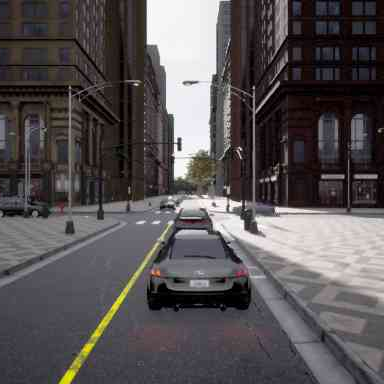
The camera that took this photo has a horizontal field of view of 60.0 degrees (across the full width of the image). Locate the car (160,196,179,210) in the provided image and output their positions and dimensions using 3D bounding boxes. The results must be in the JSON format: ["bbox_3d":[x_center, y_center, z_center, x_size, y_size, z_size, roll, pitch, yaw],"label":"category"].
[{"bbox_3d":[-3.089,1.548,43.176,2.033,1.411,5.357,0,0,0],"label":"car"}]

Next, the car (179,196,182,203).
[{"bbox_3d":[-3.089,1.495,52.937,2.128,1.511,4.902,0,0,0],"label":"car"}]

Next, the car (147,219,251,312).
[{"bbox_3d":[0.108,1.564,7.812,1.994,1.385,4.181,0,0,-1],"label":"car"}]

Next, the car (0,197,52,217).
[{"bbox_3d":[-14.747,1.455,28.968,4.892,1.490,1.837,0,0,-1],"label":"car"}]

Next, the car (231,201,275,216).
[{"bbox_3d":[5.895,1.585,32.174,4.181,1.385,1.994,0,0,0],"label":"car"}]

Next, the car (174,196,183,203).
[{"bbox_3d":[-2.997,1.551,73.585,1.812,1.442,4.674,0,0,0],"label":"car"}]

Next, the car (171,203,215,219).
[{"bbox_3d":[0.062,1.505,16.720,1.837,1.490,4.892,0,0,0],"label":"car"}]
